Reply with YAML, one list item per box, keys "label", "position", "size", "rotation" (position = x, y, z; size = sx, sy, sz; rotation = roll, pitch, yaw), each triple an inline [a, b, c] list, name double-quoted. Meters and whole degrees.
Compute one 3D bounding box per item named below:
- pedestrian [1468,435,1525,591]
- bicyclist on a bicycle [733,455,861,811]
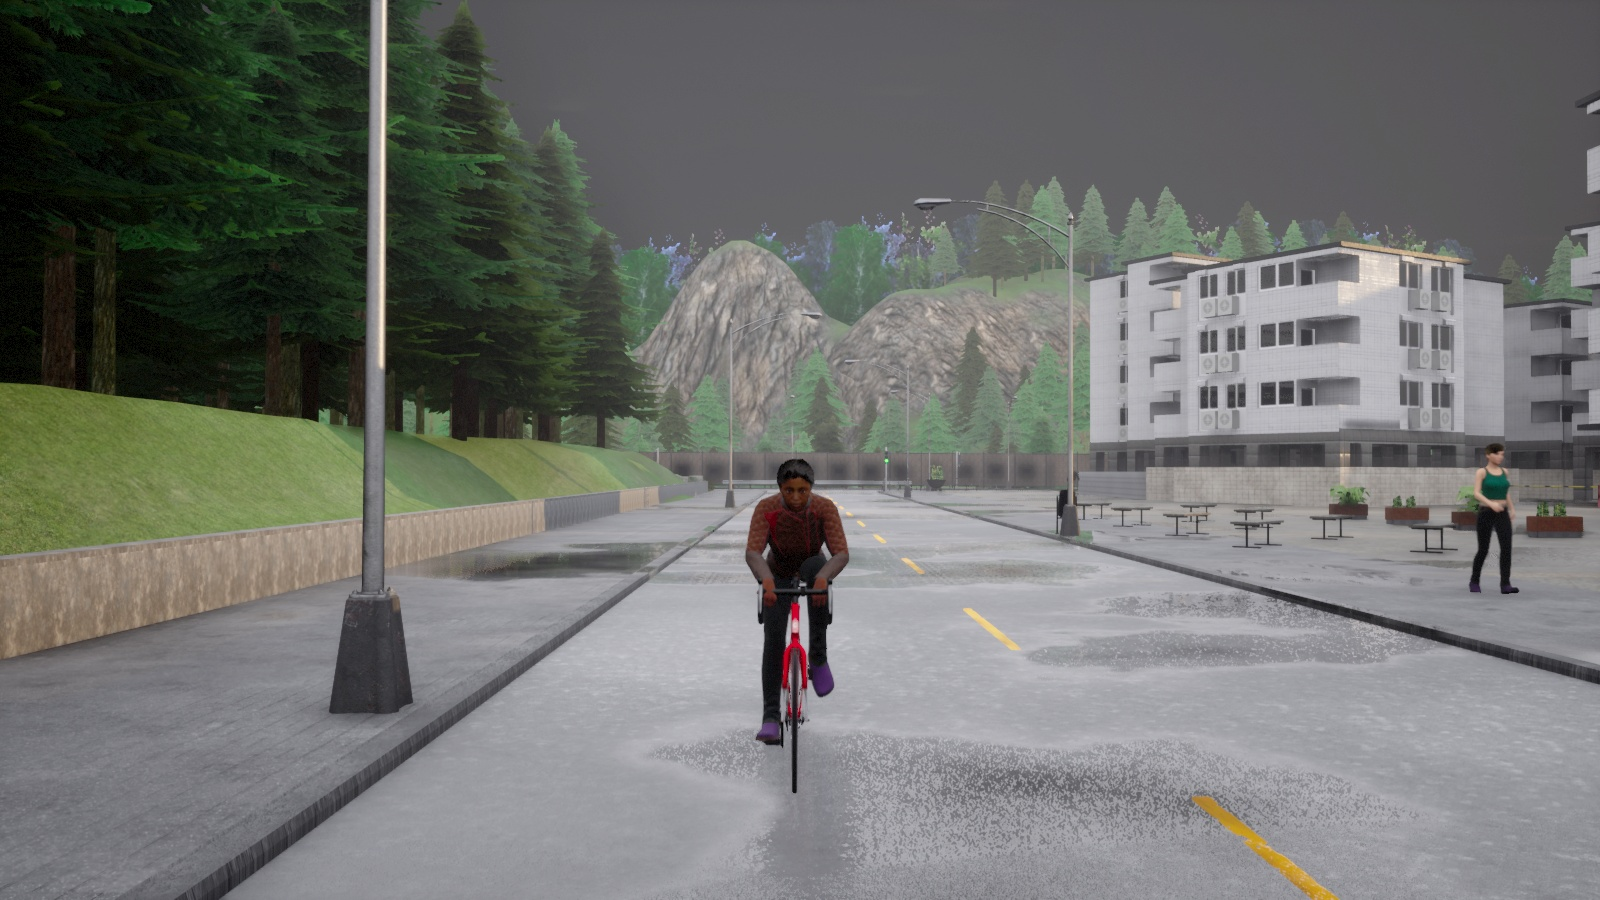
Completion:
- label: "pedestrian"
  position: [8.366, 0.743, 15.104]
  size: [0.345, 1.836, 0.594]
  rotation: [0, -1, 2]
- label: "bicyclist on a bicycle"
  position: [-0.018, 0.876, 6.579]
  size: [0.582, 1.620, 1.656]
  rotation: [0, -3, 0]
